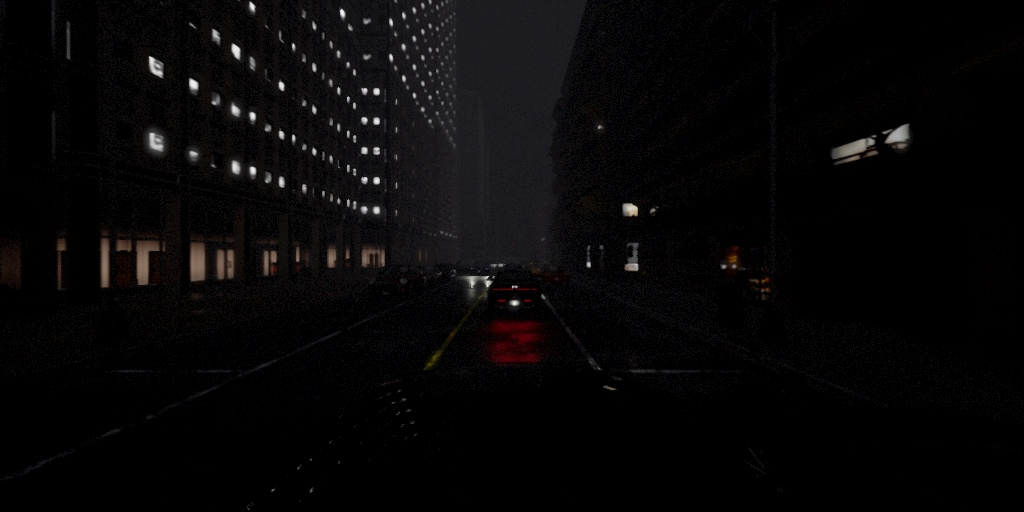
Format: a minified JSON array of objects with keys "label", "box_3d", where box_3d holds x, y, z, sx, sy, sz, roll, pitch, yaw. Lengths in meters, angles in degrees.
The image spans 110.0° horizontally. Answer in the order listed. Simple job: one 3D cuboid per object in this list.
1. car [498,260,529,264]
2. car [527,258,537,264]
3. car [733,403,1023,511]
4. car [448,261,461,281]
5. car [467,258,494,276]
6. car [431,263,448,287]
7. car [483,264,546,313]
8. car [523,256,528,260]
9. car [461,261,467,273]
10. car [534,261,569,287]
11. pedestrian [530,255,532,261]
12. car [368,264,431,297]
[{"label":"car","box_3d":[0.107,1.242,29.476,1.994,1.385,4.181,0,0,0]},{"label":"car","box_3d":[2.705,1.190,35.236,1.751,1.417,4.829,0,0,0]},{"label":"car","box_3d":[2.692,1.317,1.175,1.948,1.339,4.313,0,0,0]},{"label":"car","box_3d":[-5.678,1.244,29.421,1.948,1.339,4.313,0,0,0]},{"label":"car","box_3d":[-3.080,1.188,36.167,1.812,1.442,4.674,0,0,0]},{"label":"car","box_3d":[-5.680,1.275,23.772,1.802,1.307,4.207,0,0,0]},{"label":"car","box_3d":[0.099,1.224,13.800,1.837,1.490,4.892,0,0,0]},{"label":"car","box_3d":[3.022,1.080,53.764,1.801,1.575,5.366,0,0,0]},{"label":"car","box_3d":[-5.673,1.234,40.718,1.802,1.307,4.207,0,0,0]},{"label":"car","box_3d":[2.700,1.238,23.768,1.888,1.381,4.507,0,0,0]},{"label":"pedestrian","box_3d":[3.023,0.664,56.756,0.375,1.860,0.375,0,0,-2]},{"label":"car","box_3d":[-5.682,1.147,18.124,1.967,1.591,4.097,0,0,0]}]
